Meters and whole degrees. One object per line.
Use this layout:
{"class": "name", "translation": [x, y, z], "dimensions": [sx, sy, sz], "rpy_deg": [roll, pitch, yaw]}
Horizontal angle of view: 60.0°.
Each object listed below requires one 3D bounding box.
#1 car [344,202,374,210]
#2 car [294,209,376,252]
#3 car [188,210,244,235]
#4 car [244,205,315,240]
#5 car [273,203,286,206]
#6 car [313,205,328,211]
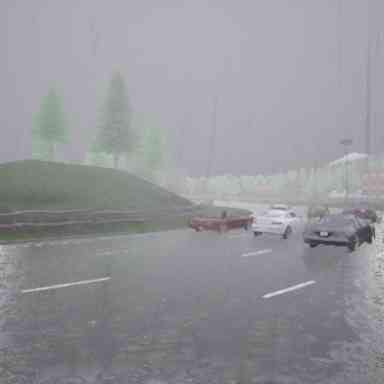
{"class": "car", "translation": [15.218, 1.679, 30.415], "dimensions": [2.097, 1.767, 4.553], "rpy_deg": [0, -1, 17]}
{"class": "car", "translation": [6.734, 1.702, 14.890], "dimensions": [2.033, 1.411, 5.357], "rpy_deg": [0, 0, 40]}
{"class": "car", "translation": [1.900, 1.751, 20.070], "dimensions": [1.895, 1.301, 4.718], "rpy_deg": [0, 0, 38]}
{"class": "car", "translation": [4.929, 1.688, 18.303], "dimensions": [1.812, 1.442, 4.674], "rpy_deg": [0, 0, 38]}
{"class": "car", "translation": [8.782, 1.820, 33.271], "dimensions": [1.812, 1.442, 4.674], "rpy_deg": [0, 0, 17]}
{"class": "car", "translation": [11.896, 1.909, 31.444], "dimensions": [1.895, 1.301, 4.718], "rpy_deg": [0, 0, 17]}
